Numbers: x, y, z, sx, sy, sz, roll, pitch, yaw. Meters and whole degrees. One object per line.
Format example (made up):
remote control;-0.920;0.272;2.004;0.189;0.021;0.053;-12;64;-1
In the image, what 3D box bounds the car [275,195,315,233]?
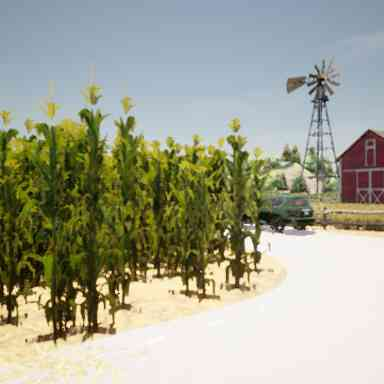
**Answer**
car;4.573;1.212;19.794;2.150;2.045;5.566;0;0;-33
